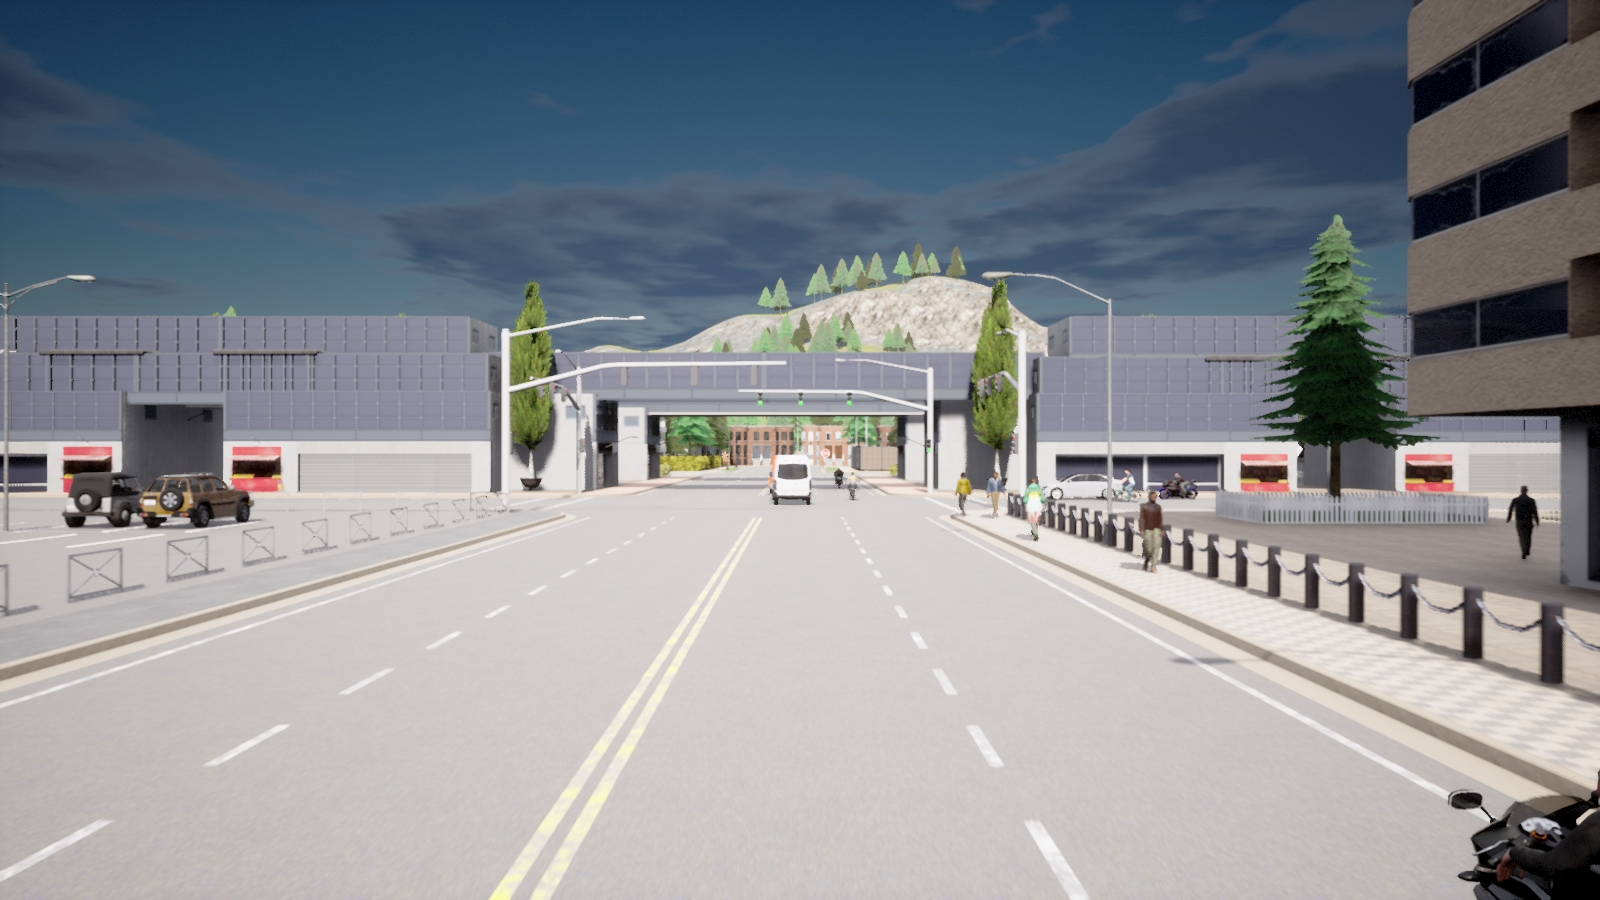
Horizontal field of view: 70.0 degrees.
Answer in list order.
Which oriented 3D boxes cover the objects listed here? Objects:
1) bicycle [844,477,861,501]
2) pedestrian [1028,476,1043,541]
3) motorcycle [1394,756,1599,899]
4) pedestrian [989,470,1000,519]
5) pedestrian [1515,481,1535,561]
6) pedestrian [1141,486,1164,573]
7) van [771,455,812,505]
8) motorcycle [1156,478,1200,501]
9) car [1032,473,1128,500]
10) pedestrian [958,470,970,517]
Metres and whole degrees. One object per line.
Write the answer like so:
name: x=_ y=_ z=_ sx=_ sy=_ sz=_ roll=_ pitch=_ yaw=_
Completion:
bicycle: x=2.936 y=2.171 z=63.944 sx=0.859 sy=1.276 sz=1.487 roll=0 pitch=0 yaw=-1
pedestrian: x=6.862 y=1.704 z=33.358 sx=0.375 sy=1.860 sz=0.375 roll=0 pitch=0 yaw=2
motorcycle: x=3.500 y=2.206 z=4.796 sx=0.867 sy=1.251 sz=2.209 roll=0 pitch=0 yaw=0
pedestrian: x=7.479 y=1.709 z=43.955 sx=0.375 sy=1.860 sz=0.375 roll=0 pitch=0 yaw=0
pedestrian: x=17.258 y=1.681 z=27.192 sx=0.375 sy=1.860 sz=0.375 roll=0 pitch=0 yaw=35
pedestrian: x=7.573 y=1.702 z=24.554 sx=0.375 sy=1.860 sz=0.375 roll=0 pitch=0 yaw=0
van: x=-0.491 y=1.547 z=61.373 sx=1.988 sy=2.561 sz=5.915 roll=0 pitch=0 yaw=-2
motorcycle: x=21.414 y=2.219 z=64.799 sx=2.209 sy=1.251 sz=0.867 roll=0 pitch=0 yaw=0
car: x=15.841 y=2.075 z=64.805 sx=4.892 sy=1.480 sz=2.231 roll=0 pitch=0 yaw=0
pedestrian: x=6.489 y=1.707 z=45.228 sx=0.375 sy=1.860 sz=0.375 roll=0 pitch=0 yaw=-13
